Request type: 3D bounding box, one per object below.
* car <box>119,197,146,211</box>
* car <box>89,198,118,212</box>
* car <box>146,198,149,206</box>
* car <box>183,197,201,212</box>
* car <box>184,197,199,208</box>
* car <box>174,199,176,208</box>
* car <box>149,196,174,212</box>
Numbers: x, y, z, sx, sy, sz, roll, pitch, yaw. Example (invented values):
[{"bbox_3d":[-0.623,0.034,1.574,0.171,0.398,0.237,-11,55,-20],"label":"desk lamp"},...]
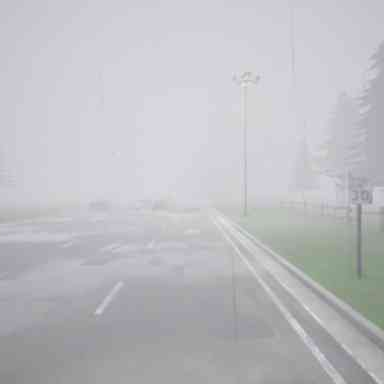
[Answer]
[{"bbox_3d":[-7.000,1.525,39.596,1.812,1.442,4.674,0,0,1],"label":"car"},{"bbox_3d":[-10.502,1.477,38.972,1.882,1.535,5.008,0,0,0],"label":"car"},{"bbox_3d":[-6.993,1.564,50.370,1.994,1.385,4.181,0,0,1],"label":"car"},{"bbox_3d":[-0.005,1.526,38.901,1.812,1.442,4.674,0,0,0],"label":"car"},{"bbox_3d":[0.003,1.493,49.634,2.128,1.511,4.902,0,0,1],"label":"car"},{"bbox_3d":[-3.499,1.351,49.348,2.097,1.767,4.553,0,0,0],"label":"car"},{"bbox_3d":[-3.508,1.507,38.724,1.837,1.490,4.892,0,1,0],"label":"car"}]
